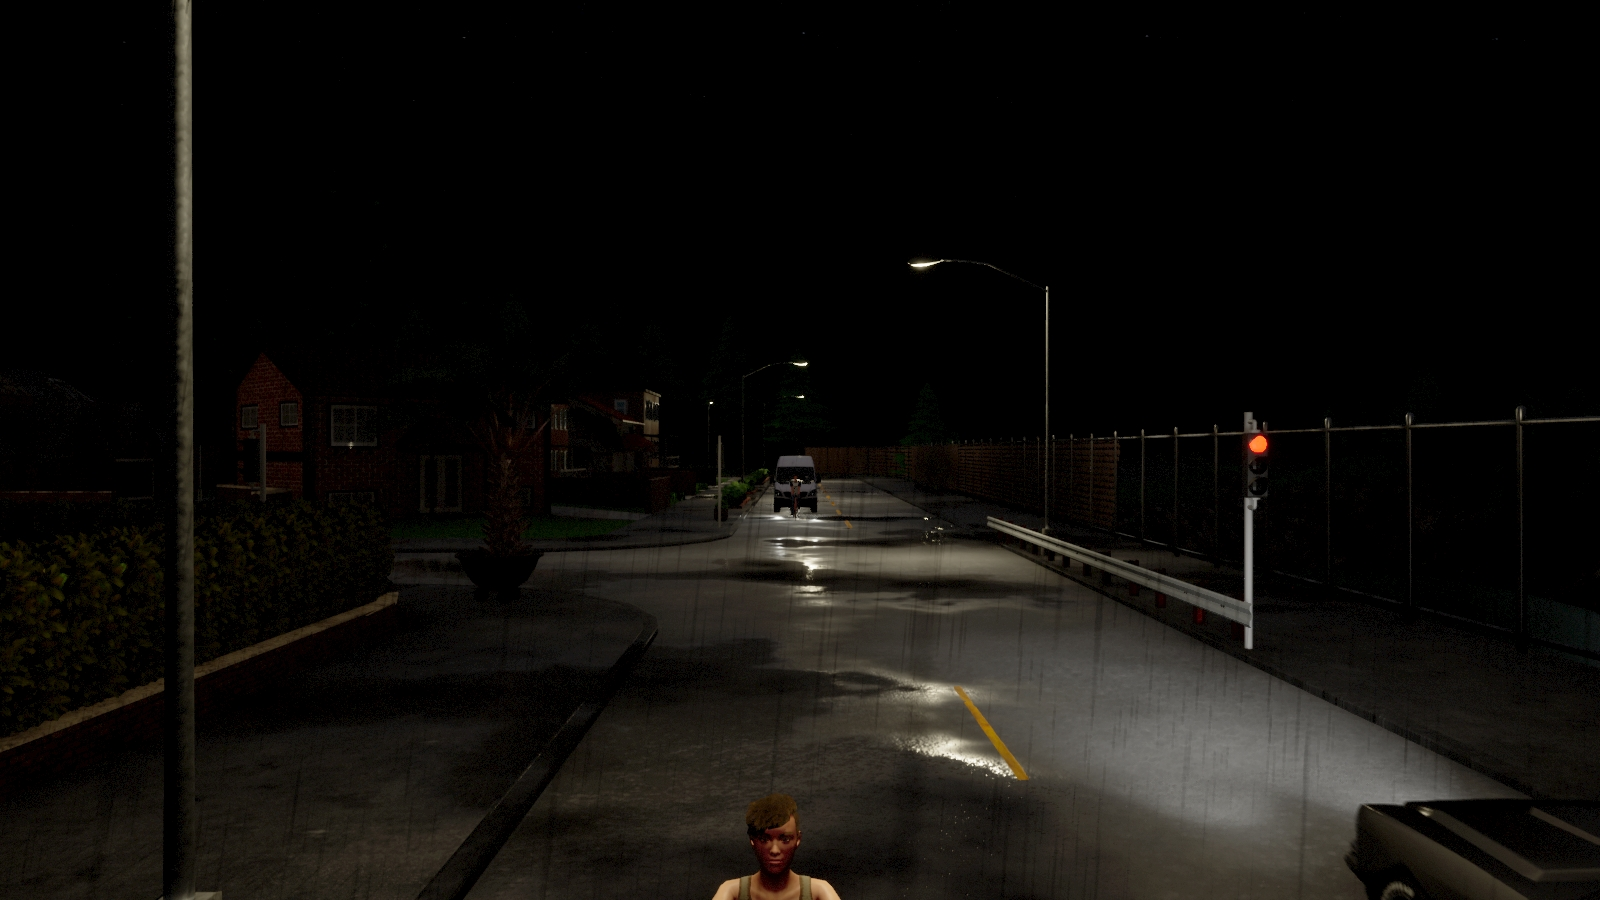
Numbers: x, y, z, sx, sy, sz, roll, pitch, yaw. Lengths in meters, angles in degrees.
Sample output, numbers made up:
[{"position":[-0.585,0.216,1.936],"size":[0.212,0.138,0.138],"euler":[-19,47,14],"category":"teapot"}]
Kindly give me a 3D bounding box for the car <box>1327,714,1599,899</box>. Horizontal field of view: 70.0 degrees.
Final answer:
[{"position":[3.964,2.157,4.170],"size":[1.895,1.301,4.718],"euler":[0,0,0],"category":"car"}]

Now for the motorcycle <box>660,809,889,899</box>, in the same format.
[{"position":[-0.084,2.157,3.590],"size":[0.764,1.307,2.356],"euler":[0,0,-1],"category":"motorcycle"}]
